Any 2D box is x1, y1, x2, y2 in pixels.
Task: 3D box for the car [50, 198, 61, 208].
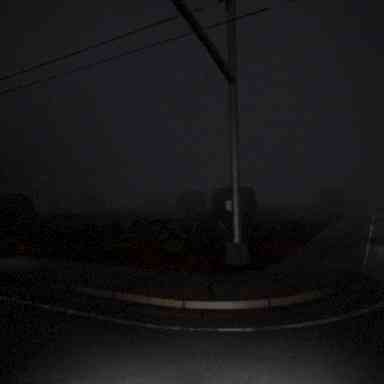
[{"bbox_3d":[-29.172,2.356,71.303,1.905,1.878,3.866,5,0,-17],"label":"car"}]
